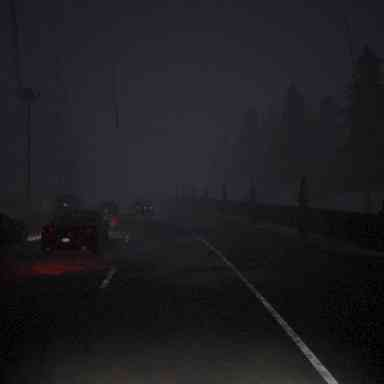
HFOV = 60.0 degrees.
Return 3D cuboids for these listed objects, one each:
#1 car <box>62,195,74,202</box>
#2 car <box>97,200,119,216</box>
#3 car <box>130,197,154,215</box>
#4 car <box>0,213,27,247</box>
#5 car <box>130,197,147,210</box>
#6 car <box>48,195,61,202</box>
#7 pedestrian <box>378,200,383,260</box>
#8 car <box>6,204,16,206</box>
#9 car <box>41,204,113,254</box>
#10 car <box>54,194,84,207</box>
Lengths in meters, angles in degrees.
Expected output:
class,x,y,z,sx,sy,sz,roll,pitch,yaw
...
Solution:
class,x,y,z,sx,sy,sz,roll,pitch,yaw
car,-28.631,1.524,76.895,1.812,1.442,4.674,0,0,-12
car,-8.227,1.490,32.498,2.128,1.511,4.902,0,0,-12
car,-5.008,1.547,34.211,2.033,1.411,5.357,0,0,-12
car,-8.017,1.506,12.818,1.837,1.490,4.892,0,0,-7
car,-7.173,1.478,44.281,1.882,1.535,5.008,0,0,-12
car,-32.667,1.524,79.008,2.128,1.511,4.902,0,0,-12
pedestrian,5.900,1.141,10.115,0.375,1.860,0.375,0,0,-6
car,-20.027,1.564,36.534,1.994,1.385,4.181,0,0,-12
car,-4.615,1.477,13.698,1.882,1.535,5.008,0,0,-8
car,-11.588,1.222,31.517,2.150,2.045,5.566,0,0,-12
